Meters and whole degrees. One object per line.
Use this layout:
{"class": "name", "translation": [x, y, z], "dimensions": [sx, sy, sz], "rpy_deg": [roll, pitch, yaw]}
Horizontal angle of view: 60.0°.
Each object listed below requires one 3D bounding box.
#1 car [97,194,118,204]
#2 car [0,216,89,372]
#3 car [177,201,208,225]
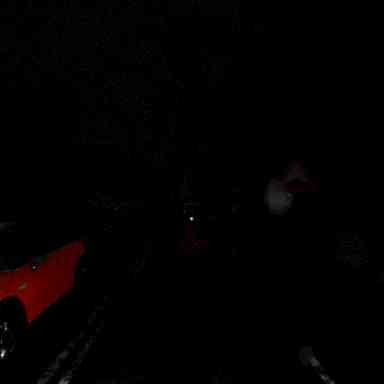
{"class": "car", "translation": [-12.067, 1.008, 47.434], "dimensions": [1.994, 1.385, 4.181], "rpy_deg": [1, 1, -32]}
{"class": "car", "translation": [-3.364, 1.341, 5.577], "dimensions": [2.097, 1.767, 4.553], "rpy_deg": [0, 0, 0]}
{"class": "car", "translation": [-0.001, 1.375, 22.934], "dimensions": [1.837, 1.490, 4.892], "rpy_deg": [0, 1, 1]}
